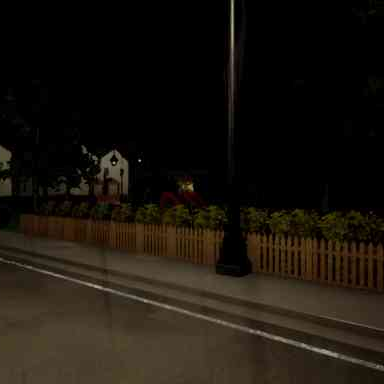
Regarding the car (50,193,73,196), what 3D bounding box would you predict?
[{"bbox_3d":[-22.138,1.220,54.842,2.150,2.045,5.566,0,0,37],"label":"car"}]
